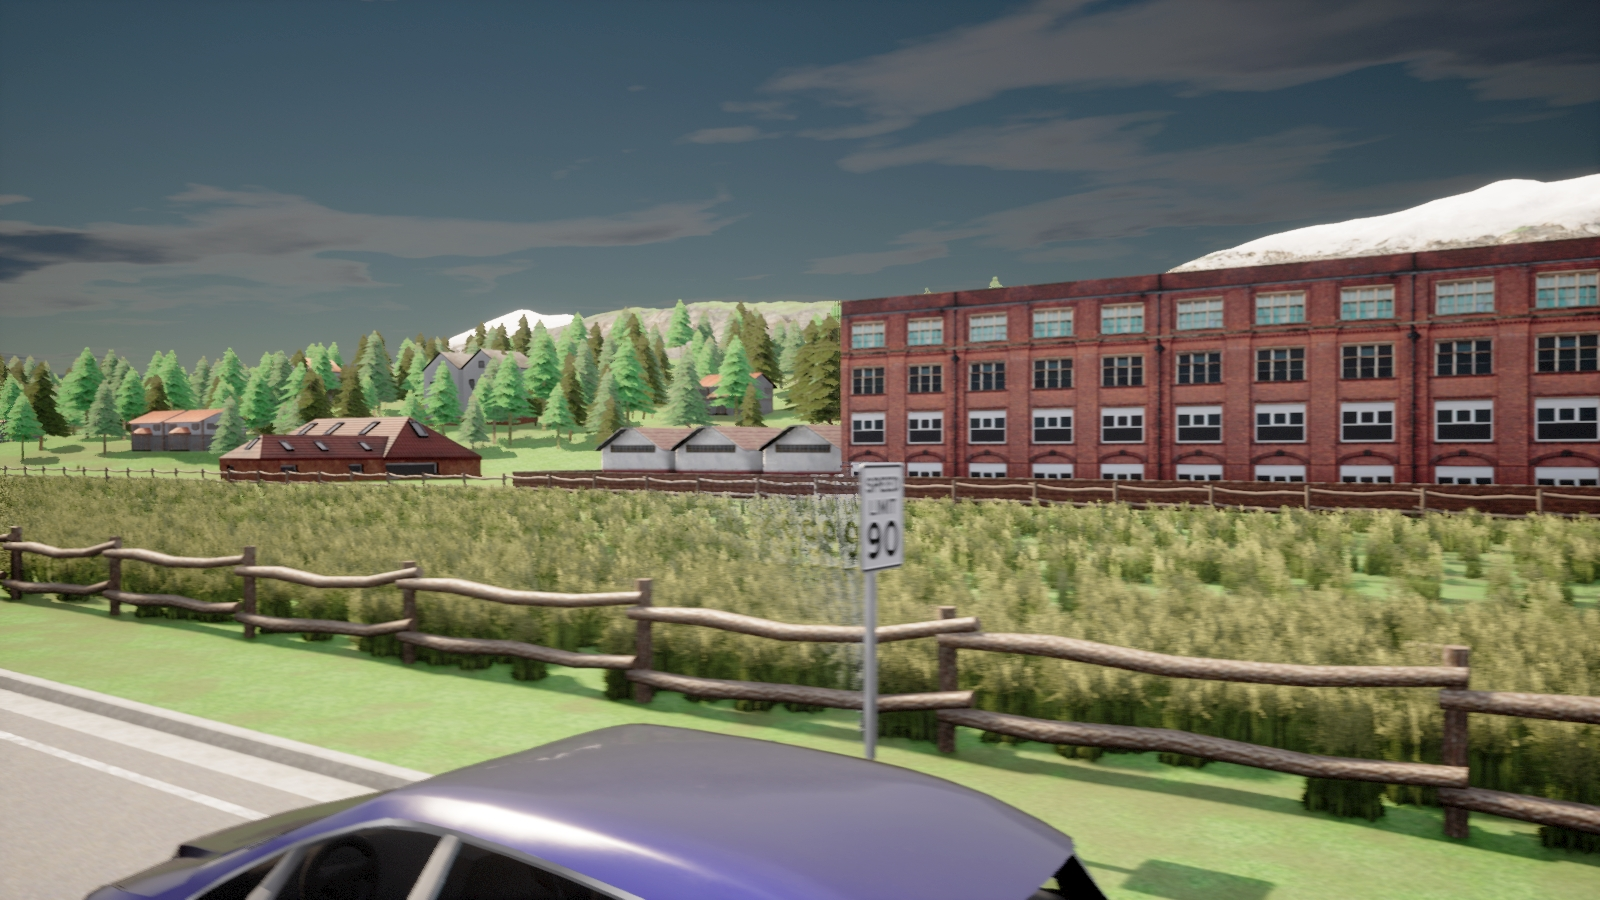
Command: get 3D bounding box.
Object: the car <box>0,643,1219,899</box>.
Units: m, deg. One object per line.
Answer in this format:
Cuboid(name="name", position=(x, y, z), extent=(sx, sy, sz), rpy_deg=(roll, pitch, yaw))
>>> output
Cuboid(name="car", position=(-1.017, 1.970, 4.516), extent=(4.611, 1.667, 2.242), rpy_deg=(0, 0, 34))
